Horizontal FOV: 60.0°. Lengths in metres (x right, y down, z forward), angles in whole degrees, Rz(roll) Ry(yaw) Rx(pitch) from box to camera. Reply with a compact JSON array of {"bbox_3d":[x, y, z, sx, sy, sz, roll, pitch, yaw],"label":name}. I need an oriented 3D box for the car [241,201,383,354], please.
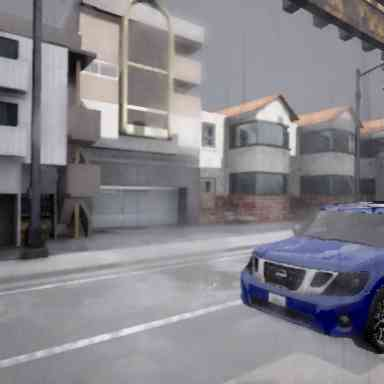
[{"bbox_3d":[3.492,1.221,6.480,5.566,2.045,2.150,0,0,-35],"label":"car"}]
